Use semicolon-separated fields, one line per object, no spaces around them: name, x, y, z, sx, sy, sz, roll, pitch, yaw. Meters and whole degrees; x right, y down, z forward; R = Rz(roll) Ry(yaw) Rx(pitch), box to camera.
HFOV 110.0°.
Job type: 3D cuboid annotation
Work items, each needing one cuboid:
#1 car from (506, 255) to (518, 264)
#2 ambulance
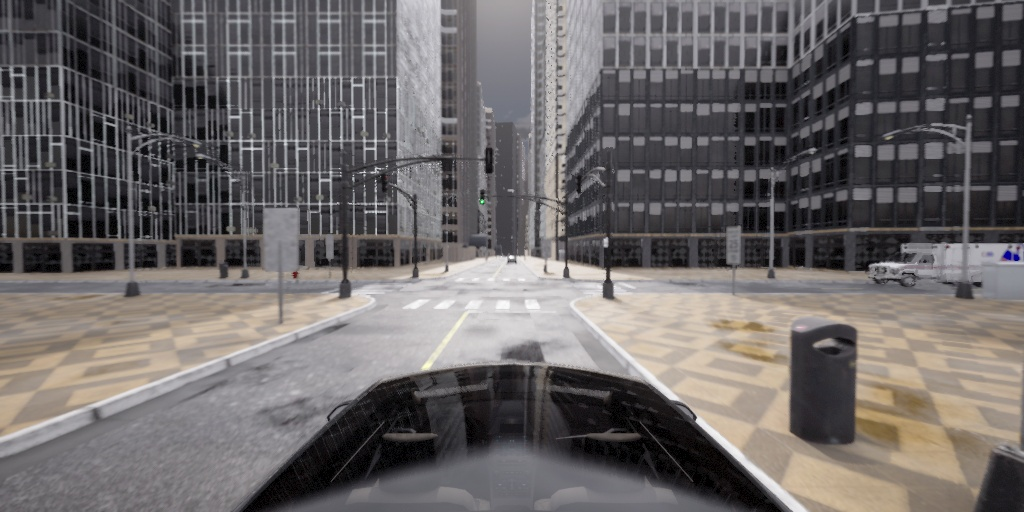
car;0.006;0.681;63.478;2.033;1.411;5.357;0;1;0
ambulance;24.171;0.528;20.221;6.366;2.431;2.351;0;1;5
